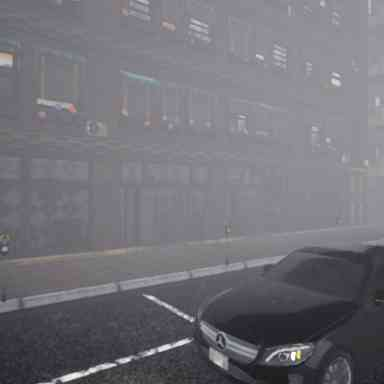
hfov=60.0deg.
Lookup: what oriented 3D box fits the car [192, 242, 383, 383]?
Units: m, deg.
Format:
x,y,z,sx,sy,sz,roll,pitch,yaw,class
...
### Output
x,y,z,sx,sy,sz,roll,pitch,yaw,class
2.181,1.545,4.936,4.674,1.442,1.812,0,0,-36,car
